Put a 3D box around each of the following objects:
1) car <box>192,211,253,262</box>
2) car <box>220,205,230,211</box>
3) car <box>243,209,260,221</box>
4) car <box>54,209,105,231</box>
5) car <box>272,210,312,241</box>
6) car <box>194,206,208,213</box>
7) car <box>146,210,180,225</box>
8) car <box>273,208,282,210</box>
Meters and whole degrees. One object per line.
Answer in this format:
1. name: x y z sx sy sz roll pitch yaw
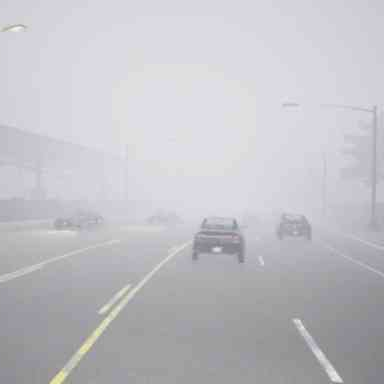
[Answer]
1. car: 1.145 1.747 13.269 2.128 1.511 4.902 1 -1 8
2. car: 7.119 3.421 71.032 1.882 1.535 5.008 1 -2 14
3. car: 7.308 2.804 41.434 1.812 1.442 4.674 1 -2 14
4. car: -7.871 1.912 23.569 1.994 1.385 4.181 1 -2 12
5. car: 6.193 2.101 20.654 2.128 1.511 4.902 1 -2 12
6. car: 1.777 3.385 63.861 1.837 1.490 4.892 1 -2 14
7. car: -2.593 2.308 30.984 1.895 1.301 4.718 1 -2 14
8. car: 14.258 3.428 55.343 2.033 1.411 5.357 1 -2 13
